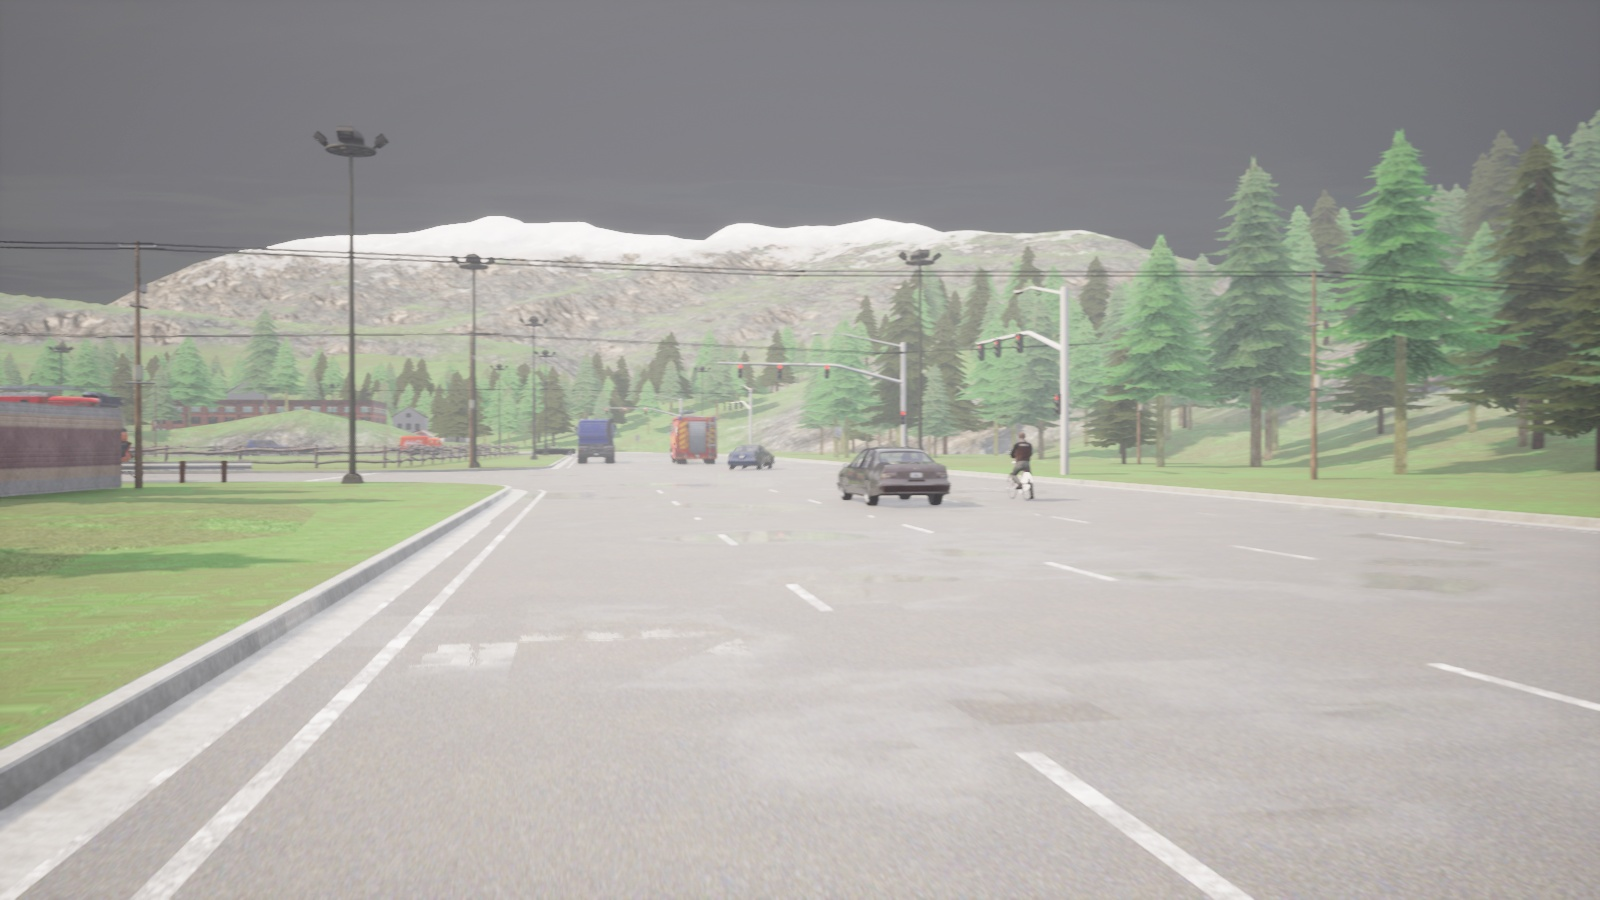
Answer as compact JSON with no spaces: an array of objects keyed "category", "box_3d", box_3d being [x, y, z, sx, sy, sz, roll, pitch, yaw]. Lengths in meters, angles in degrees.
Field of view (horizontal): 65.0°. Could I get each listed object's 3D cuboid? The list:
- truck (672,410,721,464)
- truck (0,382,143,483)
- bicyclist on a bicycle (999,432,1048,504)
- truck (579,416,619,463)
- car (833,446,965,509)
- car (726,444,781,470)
[{"category":"truck","box_3d":[-7.698,-0.936,92.510,2.891,3.827,8.468,0,0,-9]},{"category":"truck","box_3d":[-30.869,-0.678,49.305,8.468,3.827,2.891,0,0,-10]},{"category":"bicyclist on a bicycle","box_3d":[5.703,0.432,32.119,0.659,1.776,1.843,0,1,-9]},{"category":"truck","box_3d":[-15.368,-0.769,96.096,2.891,3.462,7.936,0,0,-9]},{"category":"car","box_3d":[2.325,0.617,31.092,2.033,1.411,5.357,0,0,-9]},{"category":"car","box_3d":[-2.570,0.393,71.121,2.033,1.411,5.357,0,0,10]}]
